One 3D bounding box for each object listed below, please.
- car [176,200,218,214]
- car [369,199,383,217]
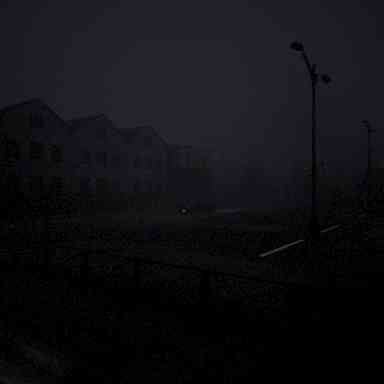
[{"bbox_3d":[0.559,1.407,32.147,1.895,1.301,4.718,0,0,36],"label":"car"},{"bbox_3d":[15.518,1.298,26.752,2.007,1.523,4.514,0,0,35],"label":"car"}]
